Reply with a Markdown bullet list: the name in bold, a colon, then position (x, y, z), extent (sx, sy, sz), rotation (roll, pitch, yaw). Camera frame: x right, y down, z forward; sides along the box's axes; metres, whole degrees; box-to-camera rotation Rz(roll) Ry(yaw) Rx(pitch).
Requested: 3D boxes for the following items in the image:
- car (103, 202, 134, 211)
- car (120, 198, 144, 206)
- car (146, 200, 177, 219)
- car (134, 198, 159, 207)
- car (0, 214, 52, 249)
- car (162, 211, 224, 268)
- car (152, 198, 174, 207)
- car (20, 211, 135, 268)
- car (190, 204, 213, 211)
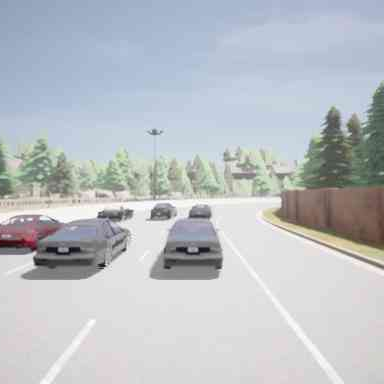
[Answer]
- **car**: position (-6.387, 1.783, 28.601), extent (1.895, 1.301, 4.718), rotation (0, 0, 6)
- **car**: position (-11.478, 1.901, 64.065), extent (2.128, 1.511, 4.902), rotation (0, 0, 24)
- **car**: position (-2.576, 1.723, 30.931), extent (1.812, 1.442, 4.674), rotation (0, 0, 7)
- **car**: position (-8.483, 1.944, 62.224), extent (2.033, 1.411, 5.357), rotation (0, 0, 24)
- **car**: position (-6.928, 1.655, 14.510), extent (1.994, 1.385, 4.181), rotation (0, -1, 1)
- **car**: position (0.043, 1.622, 11.493), extent (2.033, 1.411, 5.357), rotation (0, 0, 0)
- **car**: position (-5.277, 1.864, 60.711), extent (1.882, 1.535, 5.008), rotation (0, 0, 24)
- **car**: position (-3.454, 1.621, 11.495), extent (2.033, 1.411, 5.357), rotation (0, 0, 1)
- **car**: position (0.893, 1.758, 30.415), extent (1.994, 1.385, 4.181), rotation (0, 0, 7)
